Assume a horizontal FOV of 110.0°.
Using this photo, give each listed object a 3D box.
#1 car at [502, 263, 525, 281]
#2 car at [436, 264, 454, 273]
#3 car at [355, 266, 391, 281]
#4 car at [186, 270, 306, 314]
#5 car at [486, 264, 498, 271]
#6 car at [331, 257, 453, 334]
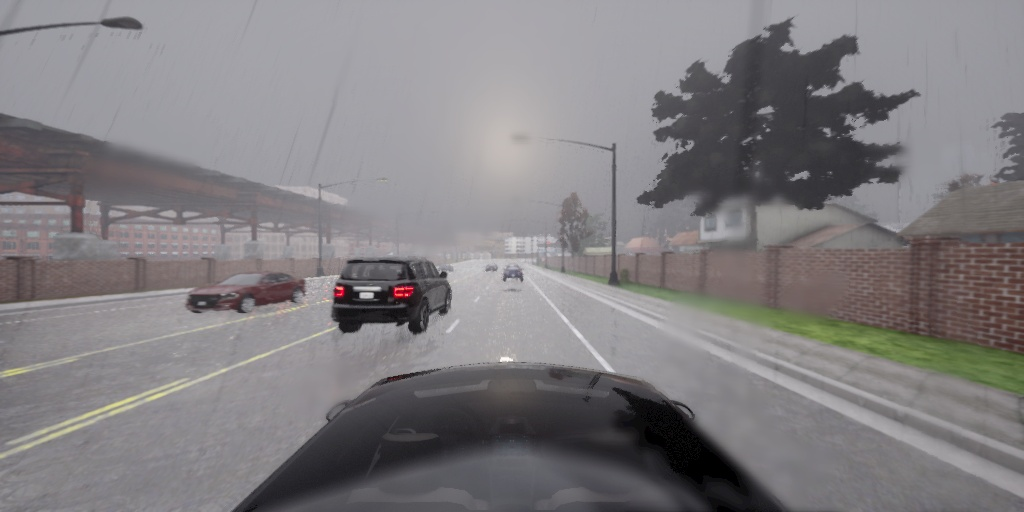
[{"bbox_3d":[0.111,1.635,34.680,1.812,1.442,4.674,0,-1,0],"label":"car"},{"bbox_3d":[-10.530,1.912,56.834,1.994,1.385,4.181,0,-1,1],"label":"car"},{"bbox_3d":[-14.075,1.730,36.607,1.895,1.301,4.718,0,-1,0],"label":"car"},{"bbox_3d":[-10.589,1.370,14.750,1.882,1.535,5.008,0,-1,0],"label":"car"},{"bbox_3d":[-3.405,2.007,62.160,1.895,1.301,4.718,0,-1,0],"label":"car"},{"bbox_3d":[-3.390,1.072,11.180,2.150,2.045,5.566,0,-1,1],"label":"car"}]
